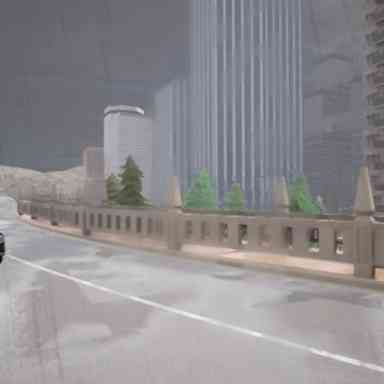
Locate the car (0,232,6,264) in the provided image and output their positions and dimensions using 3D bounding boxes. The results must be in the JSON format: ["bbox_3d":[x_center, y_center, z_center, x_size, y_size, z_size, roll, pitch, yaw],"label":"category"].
[{"bbox_3d":[-7.727,1.536,10.959,4.902,1.511,2.128,0,0,44],"label":"car"}]
